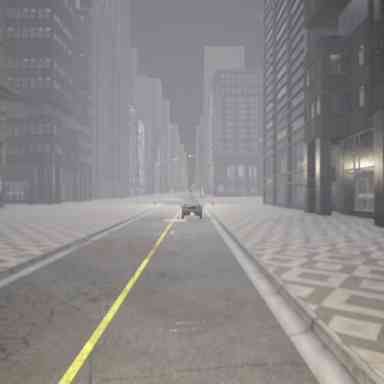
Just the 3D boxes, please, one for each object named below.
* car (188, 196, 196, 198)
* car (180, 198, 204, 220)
[{"bbox_3d":[0.008,1.450,59.051,2.033,1.649,4.856,0,0,0],"label":"car"},{"bbox_3d":[0.004,1.526,28.917,1.837,1.490,4.892,0,0,0],"label":"car"}]
